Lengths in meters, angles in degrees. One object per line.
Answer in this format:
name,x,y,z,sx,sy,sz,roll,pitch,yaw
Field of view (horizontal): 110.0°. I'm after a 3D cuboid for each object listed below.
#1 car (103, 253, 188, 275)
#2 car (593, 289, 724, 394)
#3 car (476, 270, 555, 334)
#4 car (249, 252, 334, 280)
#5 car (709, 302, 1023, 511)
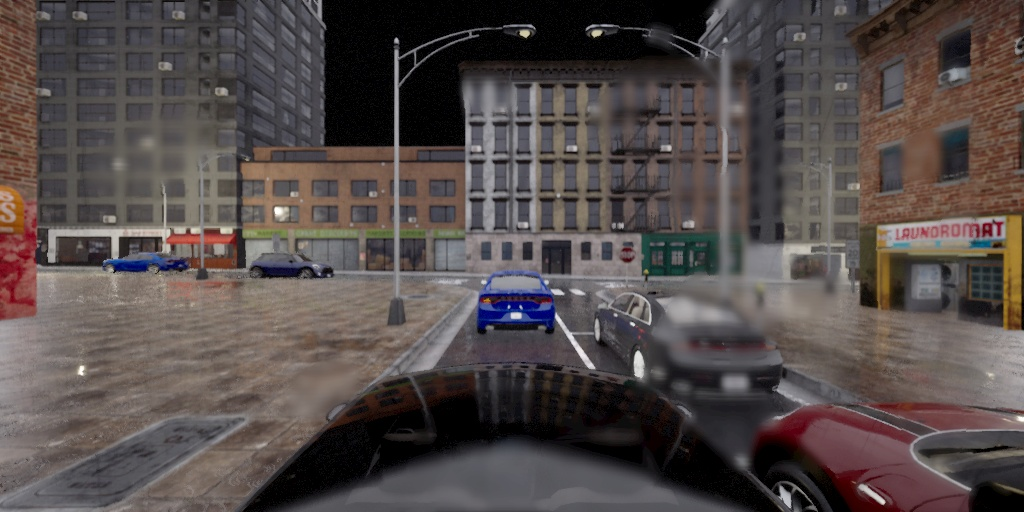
car,-26.220,0.522,25.723,5.008,1.535,1.882,1,0,0
car,2.647,1.248,6.431,2.007,1.370,4.403,0,0,0
car,0.092,1.131,10.327,1.882,1.535,5.008,0,1,0
car,-13.821,0.614,22.686,4.553,1.767,2.097,1,0,0
car,2.637,1.198,0.927,1.967,1.591,4.097,0,0,0
